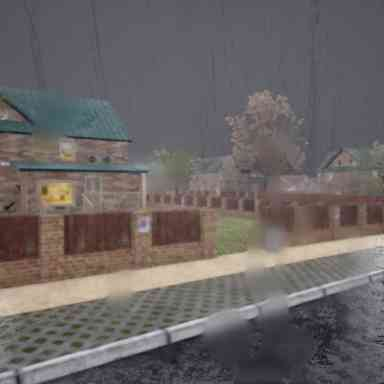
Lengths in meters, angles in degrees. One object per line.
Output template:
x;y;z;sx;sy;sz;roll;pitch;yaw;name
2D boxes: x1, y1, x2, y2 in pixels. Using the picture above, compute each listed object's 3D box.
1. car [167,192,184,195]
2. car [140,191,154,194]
-3.054;0.686;53.093;2.128;1.511;4.902;-1;2;-35;car
-8.727;0.502;61.218;2.128;1.511;4.902;-1;2;-35;car
